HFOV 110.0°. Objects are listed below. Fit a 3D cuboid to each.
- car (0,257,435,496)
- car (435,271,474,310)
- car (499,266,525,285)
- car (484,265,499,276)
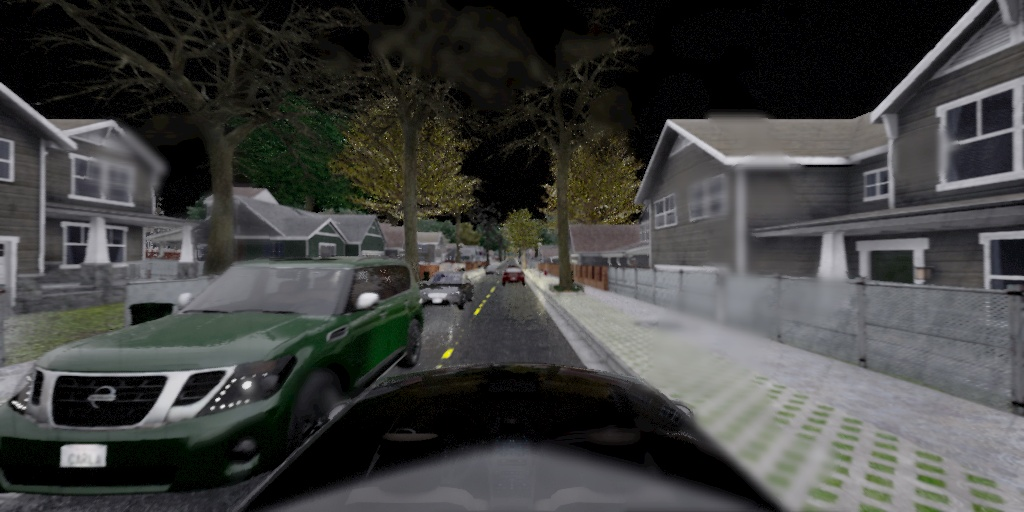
[{"bbox_3d":[-2.846,1.021,5.160,2.150,2.045,5.566,0,-1,0],"label":"car"},{"bbox_3d":[-2.817,1.450,16.064,2.128,1.511,4.902,0,-1,0],"label":"car"},{"bbox_3d":[0.138,1.681,31.069,1.882,1.535,5.008,0,-1,0],"label":"car"},{"bbox_3d":[-2.772,2.049,50.617,1.837,1.490,4.892,0,-1,0],"label":"car"}]
